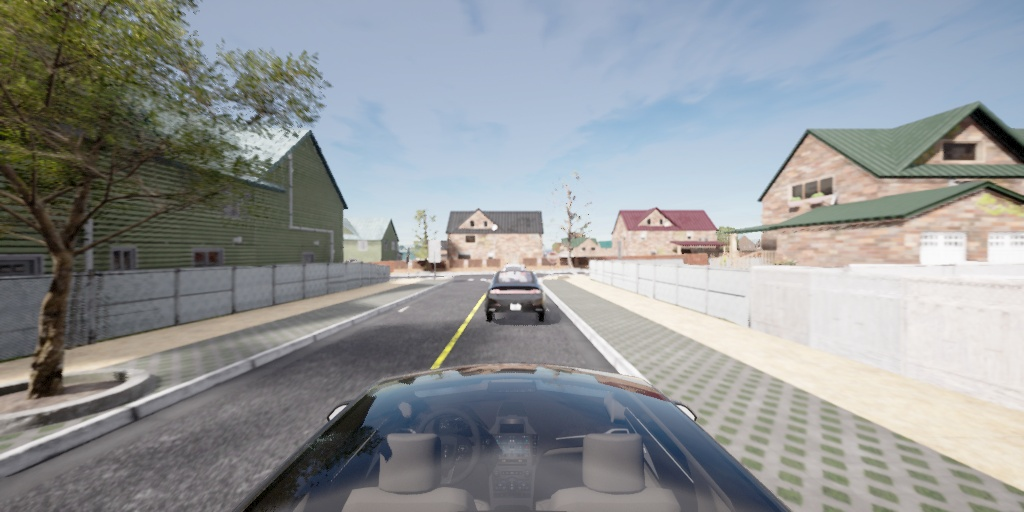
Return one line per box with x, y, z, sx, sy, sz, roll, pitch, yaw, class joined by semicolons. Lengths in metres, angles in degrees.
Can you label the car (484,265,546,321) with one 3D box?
0.100;1.234;12.435;2.128;1.511;4.902;0;0;0;car
